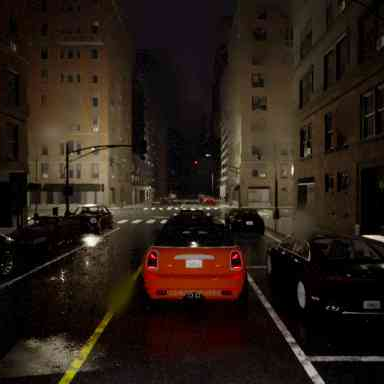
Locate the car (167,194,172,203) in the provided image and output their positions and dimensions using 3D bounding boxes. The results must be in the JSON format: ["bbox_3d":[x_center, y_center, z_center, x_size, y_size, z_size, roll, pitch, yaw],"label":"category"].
[{"bbox_3d":[-5.690,1.599,66.360,2.008,1.369,4.403,0,0,0],"label":"car"}]

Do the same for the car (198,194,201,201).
[{"bbox_3d":[2.835,1.599,66.358,2.008,1.369,4.403,0,0,0],"label":"car"}]

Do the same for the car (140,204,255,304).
[{"bbox_3d":[0.054,1.351,8.309,2.097,1.767,4.553,0,0,0],"label":"car"}]

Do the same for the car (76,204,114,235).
[{"bbox_3d":[-5.690,1.439,18.441,1.967,1.590,4.097,0,0,0],"label":"car"}]

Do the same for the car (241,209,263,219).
[{"bbox_3d":[2.836,1.564,18.450,1.947,1.339,4.313,0,0,0],"label":"car"}]

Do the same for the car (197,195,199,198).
[{"bbox_3d":[2.841,1.515,77.176,1.967,1.590,4.097,0,0,0],"label":"car"}]

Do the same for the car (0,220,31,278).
[{"bbox_3d":[-5.677,1.565,7.438,1.947,1.339,4.313,0,0,0],"label":"car"}]

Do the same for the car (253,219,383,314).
[{"bbox_3d":[2.848,1.550,7.448,2.008,1.369,4.403,0,0,0],"label":"car"}]

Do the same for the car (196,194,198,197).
[{"bbox_3d":[2.848,1.550,87.994,1.967,1.590,4.097,0,0,0],"label":"car"}]

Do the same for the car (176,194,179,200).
[{"bbox_3d":[-5.673,1.446,93.404,2.192,1.841,5.009,0,0,0],"label":"car"}]

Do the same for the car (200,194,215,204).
[{"bbox_3d":[2.827,1.469,55.540,1.967,1.590,4.097,0,0,0],"label":"car"}]

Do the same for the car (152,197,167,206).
[{"bbox_3d":[-5.698,1.611,55.544,1.802,1.307,4.206,0,0,0],"label":"car"}]

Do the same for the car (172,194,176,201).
[{"bbox_3d":[-5.680,1.616,82.416,1.752,1.417,4.829,0,0,0],"label":"car"}]

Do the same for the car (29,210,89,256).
[{"bbox_3d":[-5.684,1.581,12.939,1.802,1.307,4.206,0,0,0],"label":"car"}]

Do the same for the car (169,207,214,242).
[{"bbox_3d":[-0.015,1.562,16.963,1.994,1.385,4.181,0,0,0],"label":"car"}]
